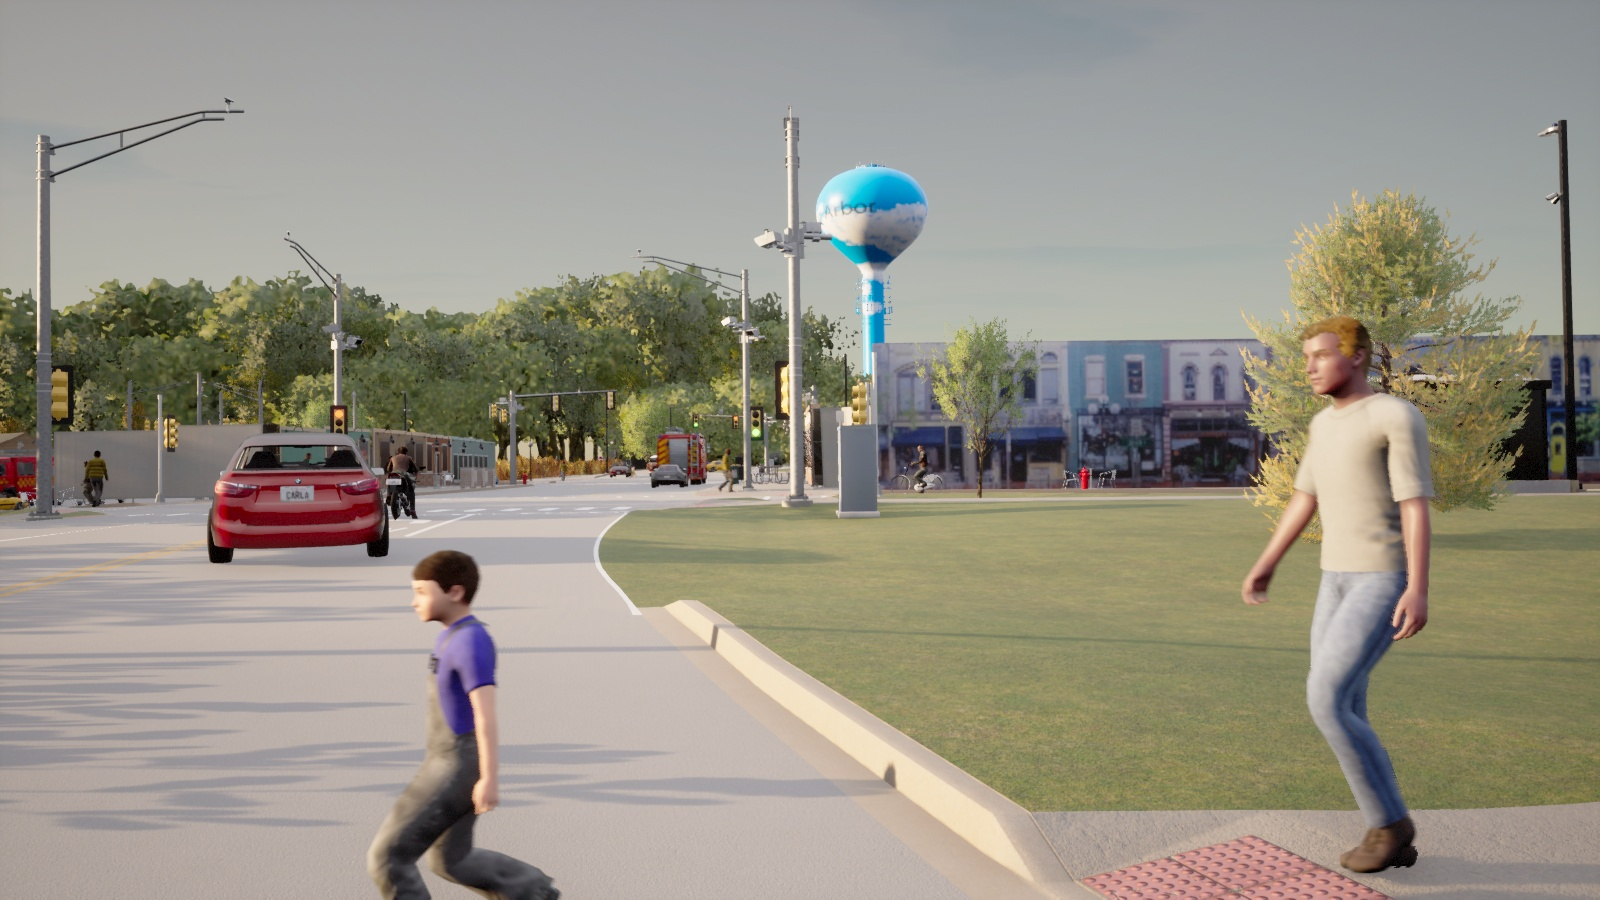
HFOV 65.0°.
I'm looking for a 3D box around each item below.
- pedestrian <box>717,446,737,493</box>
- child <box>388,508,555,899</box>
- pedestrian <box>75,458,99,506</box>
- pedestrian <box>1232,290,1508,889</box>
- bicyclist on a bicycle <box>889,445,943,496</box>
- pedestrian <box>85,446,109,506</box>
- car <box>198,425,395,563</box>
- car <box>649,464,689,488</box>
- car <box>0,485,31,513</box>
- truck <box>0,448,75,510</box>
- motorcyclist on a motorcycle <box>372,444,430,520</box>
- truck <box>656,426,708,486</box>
[{"bbox_3d":[-2.888,0.754,49.492,0.726,1.835,0.370,-1,-1,-8],"label":"pedestrian"},{"bbox_3d":[-0.940,0.803,3.591,0.437,1.263,0.270,0,-1,-16],"label":"child"},{"bbox_3d":[-27.749,1.254,48.897,0.703,1.840,0.431,0,-1,-11],"label":"pedestrian"},{"bbox_3d":[1.842,0.424,4.090,0.706,1.836,0.354,0,-1,-10],"label":"pedestrian"},{"bbox_3d":[4.036,0.726,43.896,1.843,1.776,0.659,0,-1,4],"label":"bicyclist on a bicycle"},{"bbox_3d":[-21.763,0.809,38.864,0.431,1.840,0.709,0,-1,-10],"label":"pedestrian"},{"bbox_3d":[-6.992,0.514,17.680,2.242,1.667,4.611,-1,0,-20],"label":"car"},{"bbox_3d":[-7.719,1.525,74.447,1.994,1.385,4.181,-1,-1,-1],"label":"car"},{"bbox_3d":[-48.276,2.969,74.378,1.801,1.575,5.366,0,0,5],"label":"car"},{"bbox_3d":[-51.299,1.832,81.764,2.891,3.827,8.468,-1,1,3],"label":"truck"},{"bbox_3d":[-8.371,0.666,26.415,0.797,1.523,2.044,-1,-1,-8],"label":"motorcyclist on a motorcycle"},{"bbox_3d":[-7.988,0.435,86.083,2.891,3.827,8.468,-1,-1,-1],"label":"truck"}]
